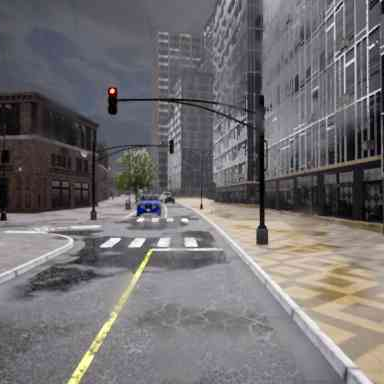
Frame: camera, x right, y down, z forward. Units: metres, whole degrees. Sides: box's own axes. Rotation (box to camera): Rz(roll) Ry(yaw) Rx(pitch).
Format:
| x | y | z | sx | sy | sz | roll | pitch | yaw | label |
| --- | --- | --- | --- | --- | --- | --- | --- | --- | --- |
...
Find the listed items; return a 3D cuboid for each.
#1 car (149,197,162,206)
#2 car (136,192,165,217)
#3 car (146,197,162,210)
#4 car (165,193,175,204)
| x | y | z | sx | sy | sz | roll | pitch | yaw | label |
| --- | --- | --- | --- | --- | --- | --- | --- | --- | --- |
| -6.004 | 1.546 | 54.425 | 1.994 | 1.385 | 4.181 | 0 | 0 | -6 | car |
| -3.958 | 1.214 | 31.373 | 2.150 | 2.045 | 5.566 | 0 | 0 | -4 | car |
| -4.863 | 1.465 | 43.098 | 1.882 | 1.535 | 5.008 | 0 | 0 | -5 | car |
| -4.319 | 1.488 | 64.314 | 1.837 | 1.490 | 4.892 | 0 | 0 | -8 | car |
